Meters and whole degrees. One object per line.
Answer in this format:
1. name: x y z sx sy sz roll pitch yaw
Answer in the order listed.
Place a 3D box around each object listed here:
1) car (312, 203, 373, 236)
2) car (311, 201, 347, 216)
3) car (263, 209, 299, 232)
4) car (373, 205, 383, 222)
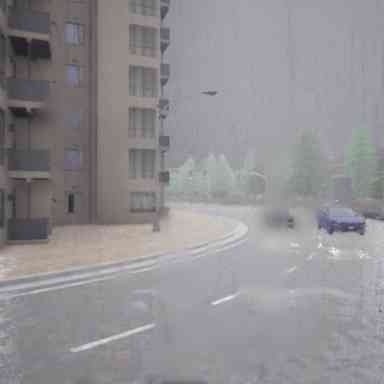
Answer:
1. car: 8.893 1.654 20.144 1.882 1.535 5.008 0 0 10
2. car: 12.777 1.620 30.629 2.097 1.767 4.553 0 -1 -6
3. car: 5.845 1.801 22.139 1.895 1.301 4.718 0 -1 8
4. car: 16.413 1.811 29.072 1.994 1.385 4.181 0 -1 -3
